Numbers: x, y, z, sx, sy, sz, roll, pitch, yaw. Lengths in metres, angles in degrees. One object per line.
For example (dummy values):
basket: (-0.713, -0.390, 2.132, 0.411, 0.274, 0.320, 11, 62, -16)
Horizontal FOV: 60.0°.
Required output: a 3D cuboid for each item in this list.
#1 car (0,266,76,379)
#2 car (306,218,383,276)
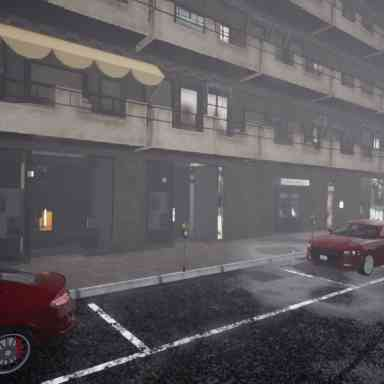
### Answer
car: (-3.607, 1.582, 3.973, 4.206, 1.307, 1.802, 0, 1, -35)
car: (5.436, 1.548, 10.401, 4.507, 1.381, 1.887, 0, 1, -35)
